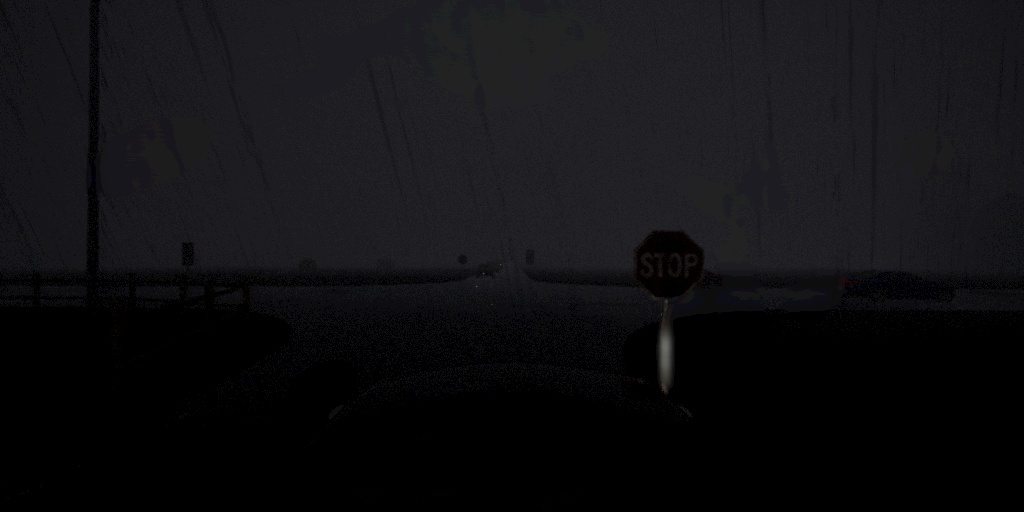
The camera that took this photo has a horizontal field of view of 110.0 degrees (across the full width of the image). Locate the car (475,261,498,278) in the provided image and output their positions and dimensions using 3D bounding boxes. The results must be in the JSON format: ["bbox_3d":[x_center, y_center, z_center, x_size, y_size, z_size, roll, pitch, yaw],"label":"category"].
[{"bbox_3d":[-2.878,1.566,38.985,1.837,1.490,4.892,0,0,0],"label":"car"}]

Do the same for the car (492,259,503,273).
[{"bbox_3d":[-2.884,1.538,52.783,2.097,1.767,4.553,0,-1,0],"label":"car"}]

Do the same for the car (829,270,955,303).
[{"bbox_3d":[18.726,1.457,17.758,5.008,1.535,1.882,0,0,0],"label":"car"}]

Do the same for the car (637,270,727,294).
[{"bbox_3d":[10.104,1.411,21.474,5.008,1.535,1.882,0,0,0],"label":"car"}]
